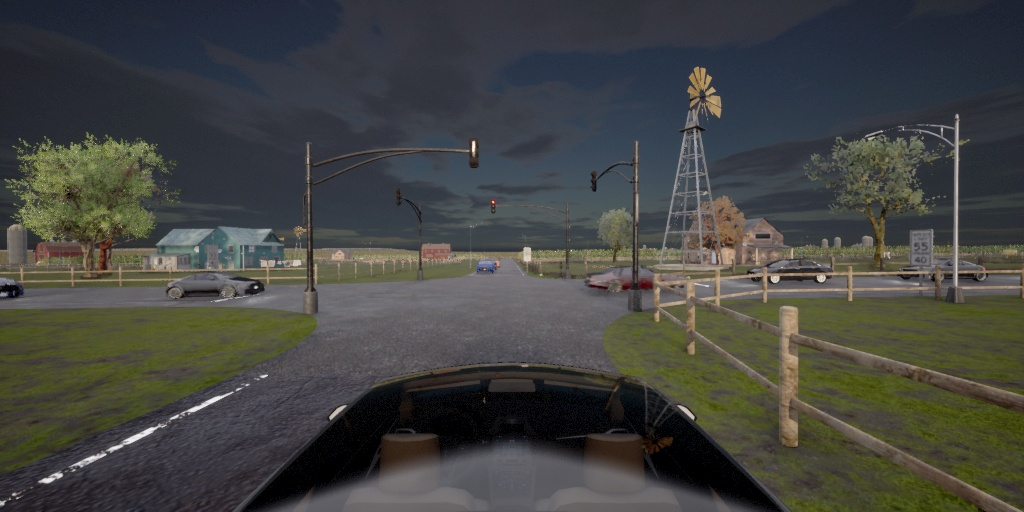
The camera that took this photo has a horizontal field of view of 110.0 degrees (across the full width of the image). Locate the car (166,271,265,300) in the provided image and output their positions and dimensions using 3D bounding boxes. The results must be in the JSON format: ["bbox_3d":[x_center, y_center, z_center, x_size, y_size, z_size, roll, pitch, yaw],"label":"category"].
[{"bbox_3d":[-15.840,1.535,19.268,4.181,1.385,1.994,-1,1,-3],"label":"car"}]

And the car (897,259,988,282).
[{"bbox_3d":[27.545,0.886,23.045,4.181,1.385,1.994,-1,1,0],"label":"car"}]

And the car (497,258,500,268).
[{"bbox_3d":[-3.117,1.293,51.907,2.033,1.411,5.357,0,0,-1],"label":"car"}]

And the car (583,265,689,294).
[{"bbox_3d":[6.580,1.218,19.251,5.357,1.411,2.033,-1,1,0],"label":"car"}]

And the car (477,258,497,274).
[{"bbox_3d":[-3.047,1.222,42.003,1.882,1.535,5.008,0,0,-1],"label":"car"}]

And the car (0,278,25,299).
[{"bbox_3d":[-29.281,1.509,19.082,4.553,1.767,2.097,-1,1,0],"label":"car"}]

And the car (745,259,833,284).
[{"bbox_3d":[17.686,0.957,23.003,4.892,1.490,1.837,-1,1,0],"label":"car"}]

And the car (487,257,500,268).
[{"bbox_3d":[-3.164,1.099,61.940,2.097,1.767,4.553,0,0,0],"label":"car"}]
